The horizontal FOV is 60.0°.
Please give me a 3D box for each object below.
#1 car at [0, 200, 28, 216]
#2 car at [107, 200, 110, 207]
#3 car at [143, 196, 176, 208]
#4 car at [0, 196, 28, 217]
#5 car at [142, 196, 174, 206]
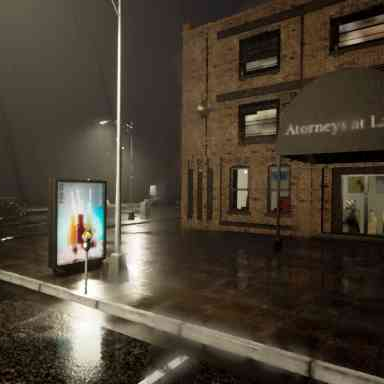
[{"bbox_3d":[-17.745,1.429,30.348,1.895,1.301,4.718,1,1,33],"label":"car"},{"bbox_3d":[-11.714,1.292,38.636,1.812,1.442,4.674,1,1,36],"label":"car"},{"bbox_3d":[-4.249,1.306,43.367,2.033,1.411,5.357,1,1,36],"label":"car"},{"bbox_3d":[-16.006,1.232,27.136,2.097,1.767,4.553,1,1,35],"label":"car"},{"bbox_3d":[-4.862,1.299,48.032,1.895,1.301,4.718,1,1,36],"label":"car"}]
